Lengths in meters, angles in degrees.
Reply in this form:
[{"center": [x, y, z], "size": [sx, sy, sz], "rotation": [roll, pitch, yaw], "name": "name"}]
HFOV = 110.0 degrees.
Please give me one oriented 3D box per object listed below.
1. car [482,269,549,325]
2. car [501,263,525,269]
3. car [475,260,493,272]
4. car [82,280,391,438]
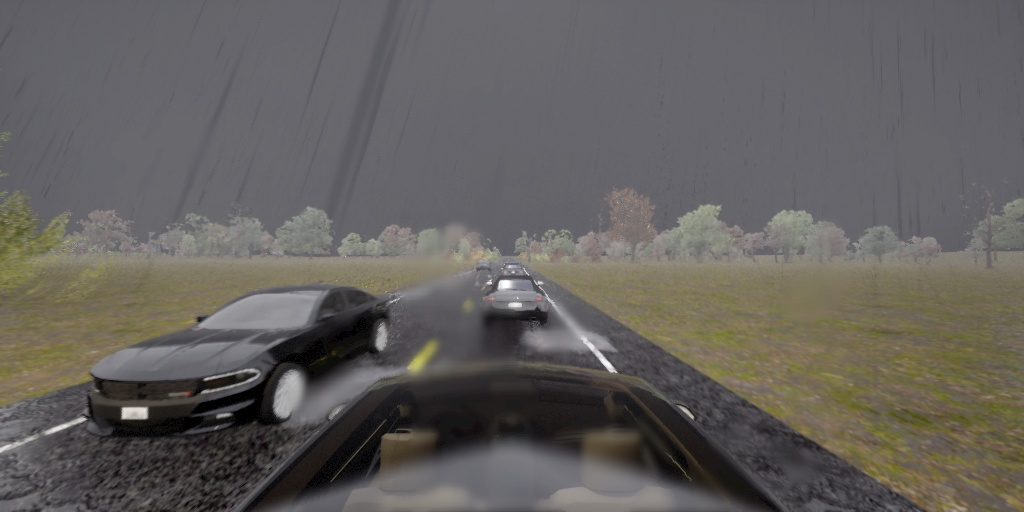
[{"center": [0.099, 1.313, 11.849], "size": [1.994, 1.385, 4.181], "rotation": [0, 0, 0], "name": "car"}, {"center": [0.096, 1.295, 29.813], "size": [2.033, 1.411, 5.357], "rotation": [0, 0, 0], "name": "car"}, {"center": [-3.584, 1.252, 46.763], "size": [1.837, 1.490, 4.892], "rotation": [0, 0, 0], "name": "car"}, {"center": [-3.601, 1.227, 5.922], "size": [1.882, 1.535, 5.008], "rotation": [0, 0, 0], "name": "car"}]
